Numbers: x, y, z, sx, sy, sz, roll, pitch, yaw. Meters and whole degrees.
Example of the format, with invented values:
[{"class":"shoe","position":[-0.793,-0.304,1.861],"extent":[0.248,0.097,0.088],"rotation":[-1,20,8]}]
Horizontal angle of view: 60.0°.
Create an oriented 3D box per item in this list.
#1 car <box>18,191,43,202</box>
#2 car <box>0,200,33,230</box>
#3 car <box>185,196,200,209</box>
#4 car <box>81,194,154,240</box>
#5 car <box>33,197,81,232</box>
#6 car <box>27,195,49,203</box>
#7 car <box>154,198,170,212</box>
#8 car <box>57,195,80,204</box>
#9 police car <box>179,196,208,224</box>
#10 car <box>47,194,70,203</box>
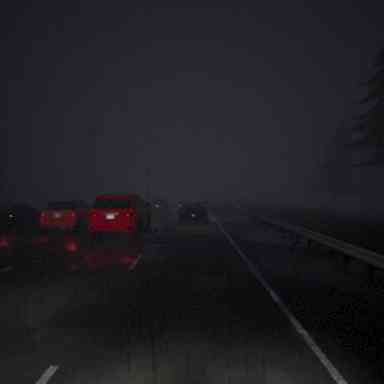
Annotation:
[{"class":"car","position":[-31.538,0.830,65.034],"extent":[2.150,2.045,5.566],"rotation":[0,0,0]},{"class":"car","position":[-10.412,1.405,19.781],"extent":[1.812,1.442,4.674],"rotation":[0,0,0]},{"class":"car","position":[0.076,1.274,41.165],"extent":[1.812,1.442,4.674],"rotation":[0,1,0]},{"class":"car","position":[-3.410,1.120,16.559],"extent":[2.150,2.045,5.566],"rotation":[0,0,0]},{"class":"car","position":[-6.913,1.235,19.197],"extent":[2.097,1.767,4.553],"rotation":[0,0,0]},{"class":"car","position":[-28.042,1.230,60.705],"extent":[1.895,1.301,4.718],"rotation":[0,0,0]},{"class":"car","position":[-3.420,1.352,34.761],"extent":[1.994,1.385,4.181],"rotation":[0,0,0]},{"class":"car","position":[-21.067,1.201,56.997],"extent":[2.033,1.411,5.357],"rotation":[0,0,1]},{"class":"police car","position":[0.086,1.281,23.687],"extent":[1.930,1.638,5.238],"rotation":[0,0,0]},{"class":"car","position":[-24.542,1.173,61.233],"extent":[2.033,1.411,5.357],"rotation":[0,0,0]}]
